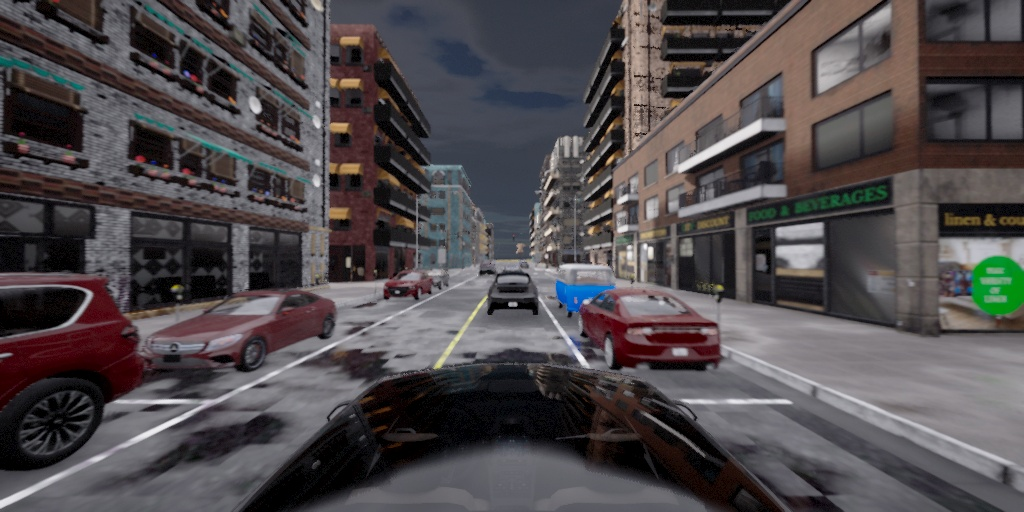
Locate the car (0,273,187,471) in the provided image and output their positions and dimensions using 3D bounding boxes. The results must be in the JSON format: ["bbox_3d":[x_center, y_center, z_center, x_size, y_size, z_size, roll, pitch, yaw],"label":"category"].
[{"bbox_3d":[-5.315,1.069,2.114,2.192,1.841,5.009,0,0,0],"label":"car"}]

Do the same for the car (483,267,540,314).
[{"bbox_3d":[0.049,1.372,14.310,1.837,1.490,4.892,0,0,0],"label":"car"}]

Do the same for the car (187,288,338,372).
[{"bbox_3d":[-5.315,1.387,7.702,1.802,1.307,4.207,0,0,0],"label":"car"}]

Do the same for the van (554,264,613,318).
[{"bbox_3d":[2.566,1.197,13.288,1.690,1.789,3.998,0,0,0],"label":"van"}]

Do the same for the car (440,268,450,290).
[{"bbox_3d":[-5.313,1.508,24.464,2.007,1.370,4.403,0,0,0],"label":"car"}]

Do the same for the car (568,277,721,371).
[{"bbox_3d":[2.565,1.350,7.701,1.888,1.381,4.507,0,0,0],"label":"car"}]

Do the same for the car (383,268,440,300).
[{"bbox_3d":[-5.313,1.452,18.876,1.888,1.381,4.507,0,0,0],"label":"car"}]

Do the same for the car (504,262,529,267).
[{"bbox_3d":[0.049,1.492,29.226,2.128,1.511,4.902,0,0,0],"label":"car"}]

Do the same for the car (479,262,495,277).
[{"bbox_3d":[-2.787,1.710,41.644,1.895,1.301,4.718,0,-1,1],"label":"car"}]
